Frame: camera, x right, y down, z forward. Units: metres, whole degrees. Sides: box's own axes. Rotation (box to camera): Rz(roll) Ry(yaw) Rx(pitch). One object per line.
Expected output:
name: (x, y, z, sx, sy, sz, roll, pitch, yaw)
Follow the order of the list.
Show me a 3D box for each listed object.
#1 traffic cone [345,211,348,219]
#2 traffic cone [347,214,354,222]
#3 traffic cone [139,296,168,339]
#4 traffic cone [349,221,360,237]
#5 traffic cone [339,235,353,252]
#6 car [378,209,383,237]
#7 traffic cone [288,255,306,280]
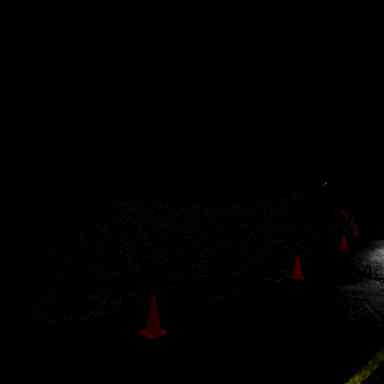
traffic cone: (11.708, 1.762, 25.161, 0.340, 0.580, 0.340, 0, 1, 21)
traffic cone: (9.885, 1.808, 20.505, 0.340, 0.580, 0.340, 0, 1, 21)
traffic cone: (-0.610, 1.943, 5.268, 0.340, 0.580, 0.340, -1, 0, -41)
traffic cone: (7.982, 1.847, 16.190, 0.340, 0.580, 0.340, 0, 1, 27)
traffic cone: (5.587, 1.881, 12.196, 0.340, 0.580, 0.340, 0, 1, 35)
car: (10.398, 1.384, 16.456, 2.128, 1.511, 4.902, 0, 1, 26)
traffic cone: (2.707, 1.913, 8.537, 0.340, 0.580, 0.340, 0, 0, 42)
